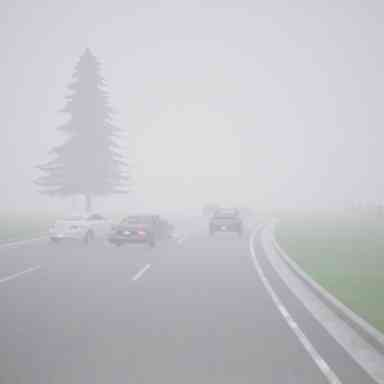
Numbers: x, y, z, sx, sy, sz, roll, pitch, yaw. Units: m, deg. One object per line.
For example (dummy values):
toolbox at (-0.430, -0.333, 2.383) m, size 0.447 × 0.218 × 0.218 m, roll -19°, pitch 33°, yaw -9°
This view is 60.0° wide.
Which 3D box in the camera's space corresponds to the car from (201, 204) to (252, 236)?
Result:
car at (2.219, 1.729, 19.995) m, size 2.128 × 1.511 × 4.902 m, roll 0°, pitch -1°, yaw 13°

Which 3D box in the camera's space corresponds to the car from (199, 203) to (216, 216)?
car at (1.915, 1.940, 36.097) m, size 1.837 × 1.490 × 4.892 m, roll 1°, pitch -1°, yaw -2°

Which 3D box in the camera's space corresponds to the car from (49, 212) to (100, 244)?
car at (-5.508, 1.756, 17.206) m, size 1.812 × 1.442 × 4.674 m, roll 0°, pitch -1°, yaw 9°

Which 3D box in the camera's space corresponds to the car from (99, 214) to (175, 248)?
car at (-2.236, 1.753, 16.103) m, size 2.033 × 1.411 × 5.357 m, roll 0°, pitch -1°, yaw 10°
